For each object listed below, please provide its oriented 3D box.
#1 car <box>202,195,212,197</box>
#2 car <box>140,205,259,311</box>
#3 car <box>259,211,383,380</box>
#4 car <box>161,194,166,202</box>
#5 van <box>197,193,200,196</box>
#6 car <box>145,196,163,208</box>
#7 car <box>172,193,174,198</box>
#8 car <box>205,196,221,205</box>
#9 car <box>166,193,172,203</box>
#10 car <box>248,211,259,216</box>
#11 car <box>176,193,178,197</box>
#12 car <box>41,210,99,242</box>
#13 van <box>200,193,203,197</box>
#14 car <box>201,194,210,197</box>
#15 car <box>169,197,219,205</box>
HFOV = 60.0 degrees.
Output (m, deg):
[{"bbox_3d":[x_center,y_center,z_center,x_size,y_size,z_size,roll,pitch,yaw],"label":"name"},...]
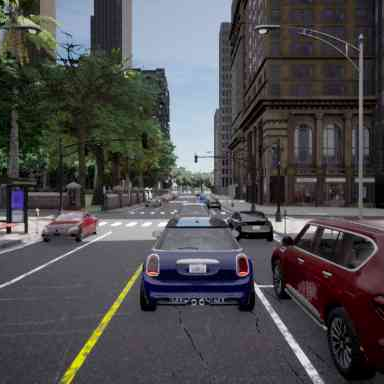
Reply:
[{"bbox_3d":[2.734,1.544,48.125,1.947,1.339,4.313,0,0,0],"label":"car"},{"bbox_3d":[0.098,1.351,7.915,2.097,1.767,4.553,0,0,0],"label":"car"},{"bbox_3d":[2.755,1.314,5.417,2.192,1.841,5.009,0,0,0],"label":"car"},{"bbox_3d":[-5.795,1.414,53.560,1.967,1.590,4.097,0,0,0],"label":"car"},{"bbox_3d":[2.717,1.283,80.647,1.690,1.788,3.998,0,0,0],"label":"van"},{"bbox_3d":[-5.791,1.529,48.140,2.008,1.369,4.403,0,0,0],"label":"car"},{"bbox_3d":[-5.806,1.264,75.242,2.192,1.841,5.009,0,0,0],"label":"car"},{"bbox_3d":[2.737,1.548,42.704,1.947,1.339,4.313,0,0,0],"label":"car"},{"bbox_3d":[-5.803,1.397,69.821,1.967,1.590,4.097,0,0,0],"label":"car"},{"bbox_3d":[2.750,1.562,16.267,1.947,1.339,4.313,0,0,0],"label":"car"},{"bbox_3d":[-5.814,1.240,91.502,2.192,1.841,5.009,0,0,0],"label":"car"},{"bbox_3d":[-5.775,1.578,16.281,1.802,1.307,4.206,0,0,0],"label":"car"},{"bbox_3d":[2.728,1.310,58.965,1.690,1.788,3.998,0,0,0],"label":"van"},{"bbox_3d":[2.731,1.499,53.715,1.752,1.417,4.829,0,0,0],"label":"car"},{"bbox_3d":[0.091,1.348,17.449,2.097,1.767,4.553,0,0,0],"label":"car"}]
